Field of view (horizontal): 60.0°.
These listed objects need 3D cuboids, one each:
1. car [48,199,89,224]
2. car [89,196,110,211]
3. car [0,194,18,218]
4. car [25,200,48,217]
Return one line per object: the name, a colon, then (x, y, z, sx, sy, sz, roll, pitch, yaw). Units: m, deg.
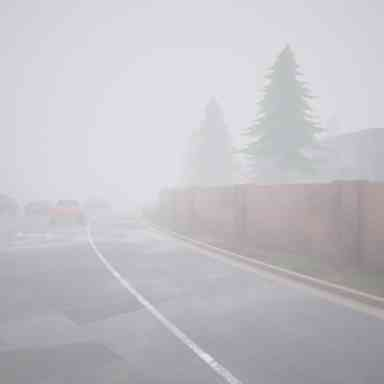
car: (-9.172, 1.324, 25.056, 2.097, 1.767, 4.553, 0, 0, -14)
car: (-11.405, 1.316, 40.620, 2.097, 1.767, 4.553, 0, 0, -4)
car: (-17.223, 1.169, 29.249, 2.150, 2.045, 5.566, 0, -1, -10)
car: (-13.902, 1.450, 30.839, 2.128, 1.511, 4.902, 0, 0, -9)
